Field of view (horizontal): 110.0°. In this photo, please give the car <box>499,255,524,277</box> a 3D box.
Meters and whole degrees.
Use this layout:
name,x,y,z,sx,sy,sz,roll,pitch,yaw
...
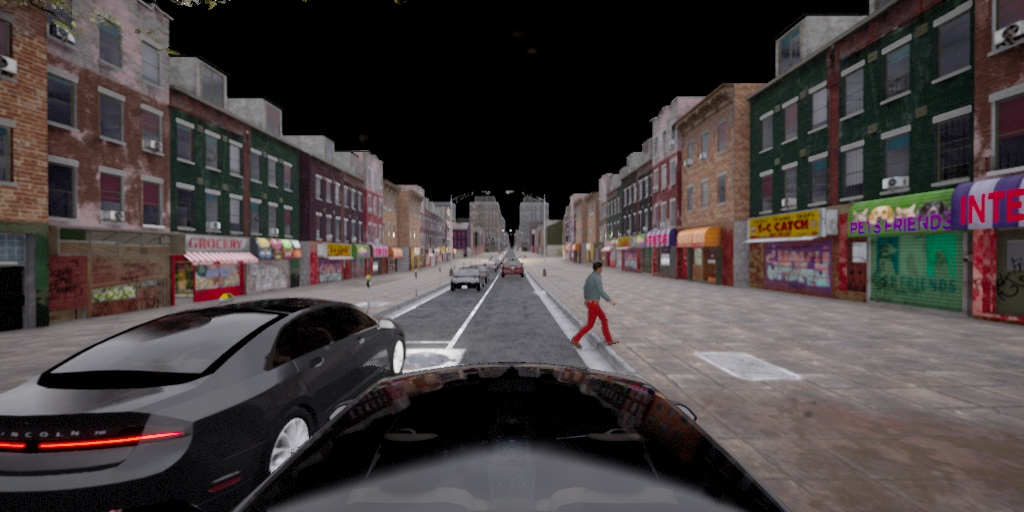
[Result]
name,x,y,z,sx,sy,sz,roll,pitch,yaw
car,0.067,1.102,35.416,2.097,1.767,4.553,0,1,0

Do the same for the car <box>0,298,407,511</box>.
name,x,y,z,sx,sy,sz,roll,pitch,yaw
car,-2.753,1.263,4.390,1.837,1.490,4.892,0,0,0

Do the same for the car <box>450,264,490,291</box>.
name,x,y,z,sx,sy,sz,roll,pitch,yaw
car,-2.655,1.363,22.221,1.948,1.339,4.313,0,0,0

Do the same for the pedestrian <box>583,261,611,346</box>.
name,x,y,z,sx,sy,sz,roll,pitch,yaw
pedestrian,1.735,0.954,7.332,0.375,1.860,0.375,1,0,0

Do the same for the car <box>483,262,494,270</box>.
name,x,y,z,sx,sy,sz,roll,pitch,yaw
car,-2.659,1.354,27.764,1.948,1.339,4.313,0,0,0

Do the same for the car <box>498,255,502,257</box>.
name,x,y,z,sx,sy,sz,roll,pitch,yaw
car,-2.680,0.983,55.455,1.967,1.591,4.097,0,0,0

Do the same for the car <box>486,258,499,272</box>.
name,x,y,z,sx,sy,sz,roll,pitch,yaw
car,-2.672,1.245,44.388,1.802,1.307,4.207,0,0,0
